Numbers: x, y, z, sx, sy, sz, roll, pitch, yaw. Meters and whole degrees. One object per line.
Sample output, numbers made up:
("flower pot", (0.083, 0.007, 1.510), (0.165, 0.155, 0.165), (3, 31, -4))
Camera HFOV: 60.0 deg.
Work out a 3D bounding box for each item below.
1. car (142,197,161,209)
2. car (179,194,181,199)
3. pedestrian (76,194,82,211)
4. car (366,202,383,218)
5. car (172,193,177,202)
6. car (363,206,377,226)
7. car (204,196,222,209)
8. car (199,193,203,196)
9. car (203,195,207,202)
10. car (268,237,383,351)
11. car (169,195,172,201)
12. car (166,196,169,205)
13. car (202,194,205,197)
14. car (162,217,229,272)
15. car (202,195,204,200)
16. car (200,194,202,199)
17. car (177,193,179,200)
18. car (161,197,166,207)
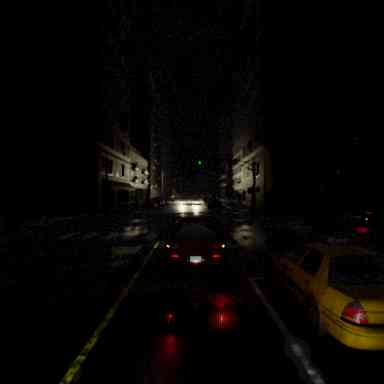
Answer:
("car", (-5.532, 1.571, 43.992), (1.802, 1.307, 4.206), (1, 0, 1))
("car", (-4.893, 1.528, 93.752), (1.947, 1.339, 4.313), (1, 0, 1))
("pedestrian", (-12.355, 1.140, 36.260), (0.375, 1.860, 0.375), (0, -1, 0))
("car", (19.584, 1.687, 31.878), (4.892, 1.490, 1.837), (0, -1, 0))
("car", (-5.107, 1.498, 76.996), (1.752, 1.417, 4.829), (1, 0, 1))
("car", (13.980, 1.555, 22.017), (4.892, 1.490, 1.837), (0, -1, 1))
("car", (2.993, 1.554, 43.887), (1.947, 1.339, 4.313), (1, 0, 1))
("car", (3.490, 1.520, 82.599), (2.008, 1.369, 4.403), (1, 0, 1))
("car", (3.064, 1.531, 49.417), (1.887, 1.381, 4.507), (1, 0, 1))
("car", (2.677, 1.524, 6.393), (1.752, 1.417, 4.829), (1, 0, 0))
("car", (-5.318, 1.526, 60.579), (1.887, 1.381, 4.507), (1, 0, 1))
("car", (-5.390, 1.535, 55.050), (2.008, 1.369, 4.403), (1, 0, 1))
("car", (3.206, 1.526, 60.478), (1.887, 1.381, 4.507), (1, 0, 1))
("car", (0.099, 1.524, 10.658), (1.812, 1.442, 4.674), (0, 0, 0))
("car", (3.135, 1.535, 54.948), (2.008, 1.369, 4.403), (1, 0, 1))
("car", (3.348, 1.541, 71.538), (1.947, 1.339, 4.313), (1, 0, 1))
("car", (-5.035, 1.535, 82.695), (1.947, 1.339, 4.313), (1, 0, 1))
("car", (-5.461, 1.552, 49.521), (1.947, 1.339, 4.313), (1, 0, 1))
